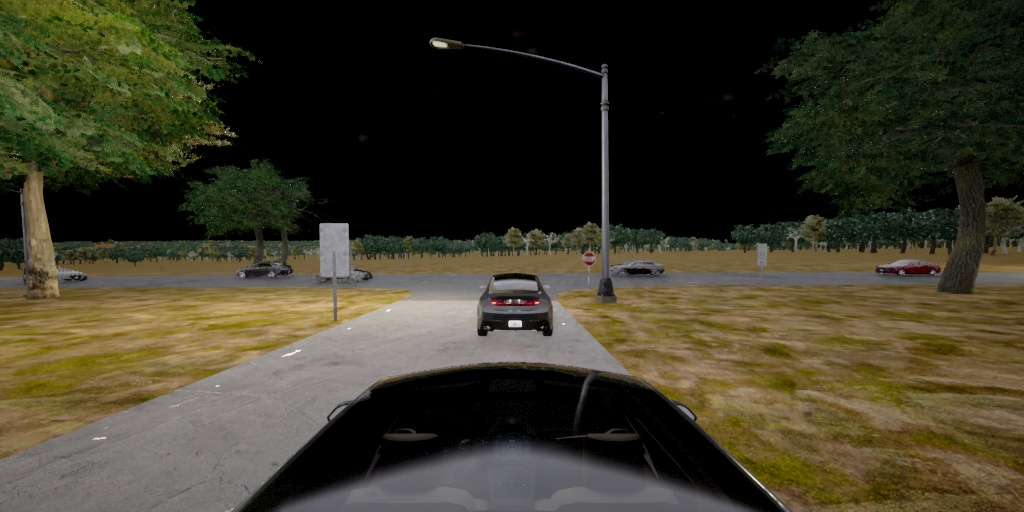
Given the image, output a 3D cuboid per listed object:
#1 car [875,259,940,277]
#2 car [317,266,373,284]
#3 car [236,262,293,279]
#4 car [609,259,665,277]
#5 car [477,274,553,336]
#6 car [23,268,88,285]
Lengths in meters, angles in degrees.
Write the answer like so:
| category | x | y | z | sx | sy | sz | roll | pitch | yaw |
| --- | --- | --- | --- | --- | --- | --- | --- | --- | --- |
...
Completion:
| category | x | y | z | sx | sy | sz | roll | pitch | yaw |
| --- | --- | --- | --- | --- | --- | --- | --- | --- | --- |
| car | 36.903 | 1.074 | 33.506 | 5.008 | 1.535 | 1.882 | 0 | 2 | -3 |
| car | -13.586 | 1.474 | 29.238 | 4.181 | 1.385 | 1.994 | 0 | 2 | 8 |
| car | -23.249 | 1.306 | 33.700 | 4.892 | 1.490 | 1.837 | -1 | 3 | 4 |
| car | 11.378 | 1.071 | 32.721 | 4.902 | 1.511 | 2.128 | 0 | 4 | 0 |
| car | 0.081 | 1.248 | 10.320 | 1.837 | 1.490 | 4.892 | 0 | 0 | 0 |
| car | -39.971 | 1.723 | 31.426 | 4.181 | 1.385 | 1.994 | -1 | 2 | 6 |
